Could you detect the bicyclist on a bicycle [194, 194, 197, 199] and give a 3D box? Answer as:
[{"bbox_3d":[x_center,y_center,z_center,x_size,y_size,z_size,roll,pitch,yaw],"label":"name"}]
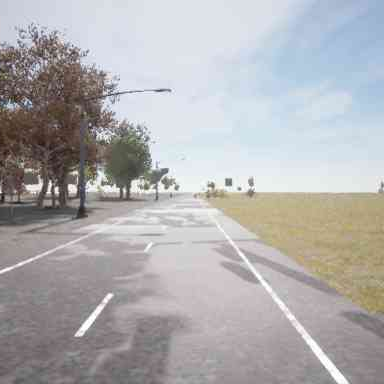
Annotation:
[{"bbox_3d":[0.987,1.406,95.478,0.659,1.776,1.843,2,1,0],"label":"bicyclist on a bicycle"}]
